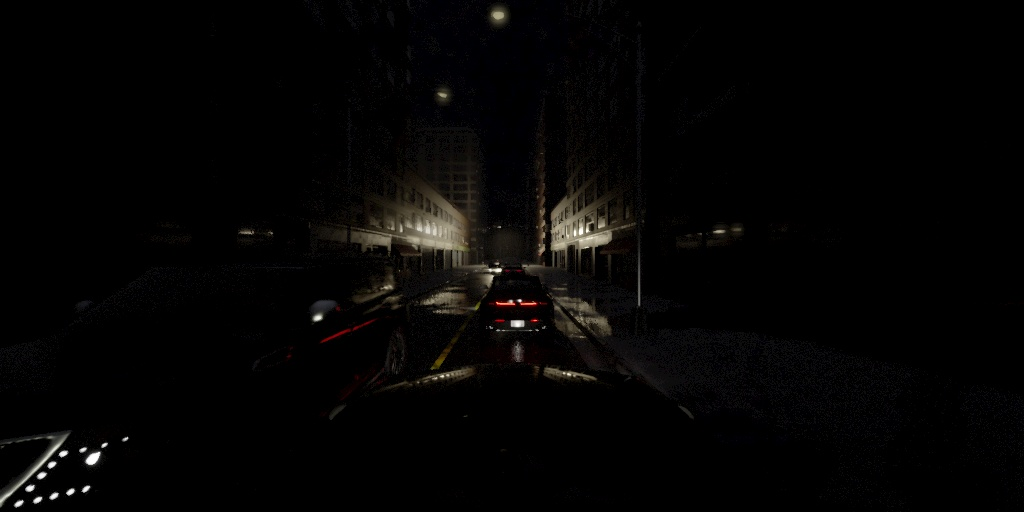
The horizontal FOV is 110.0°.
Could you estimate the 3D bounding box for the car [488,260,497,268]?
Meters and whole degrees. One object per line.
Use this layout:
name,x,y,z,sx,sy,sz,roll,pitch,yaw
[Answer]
car,-2.773,1.334,57.521,2.033,1.411,5.357,0,0,1

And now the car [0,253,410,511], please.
car,-2.848,0.972,4.137,2.150,2.045,5.566,0,0,0

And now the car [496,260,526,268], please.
car,0.094,1.250,28.168,2.128,1.511,4.902,0,0,0

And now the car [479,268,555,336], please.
car,0.105,1.257,10.385,1.837,1.490,4.892,0,0,0
